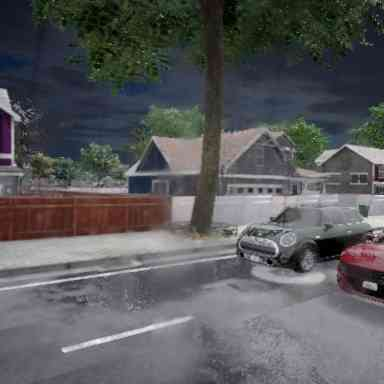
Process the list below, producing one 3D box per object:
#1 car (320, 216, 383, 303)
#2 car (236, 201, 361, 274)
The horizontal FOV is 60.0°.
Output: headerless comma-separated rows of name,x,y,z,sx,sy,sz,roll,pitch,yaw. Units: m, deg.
car,5.231,1.409,7.353,5.008,1.535,1.882,0,2,-35
car,3.520,1.184,10.114,4.553,1.767,2.097,0,2,-35
